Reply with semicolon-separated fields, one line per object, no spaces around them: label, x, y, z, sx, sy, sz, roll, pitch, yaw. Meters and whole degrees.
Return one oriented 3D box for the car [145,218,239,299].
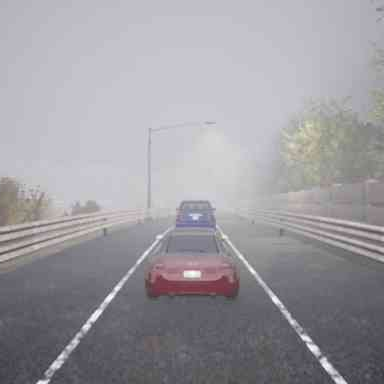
car;0.009;1.587;8.485;1.994;1.385;4.181;0;-1;0

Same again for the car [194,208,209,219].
car;1.369;2.859;44.916;1.895;1.301;4.718;0;-2;4

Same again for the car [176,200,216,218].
car;0.224;1.473;19.321;2.150;2.045;5.566;0;-2;1
